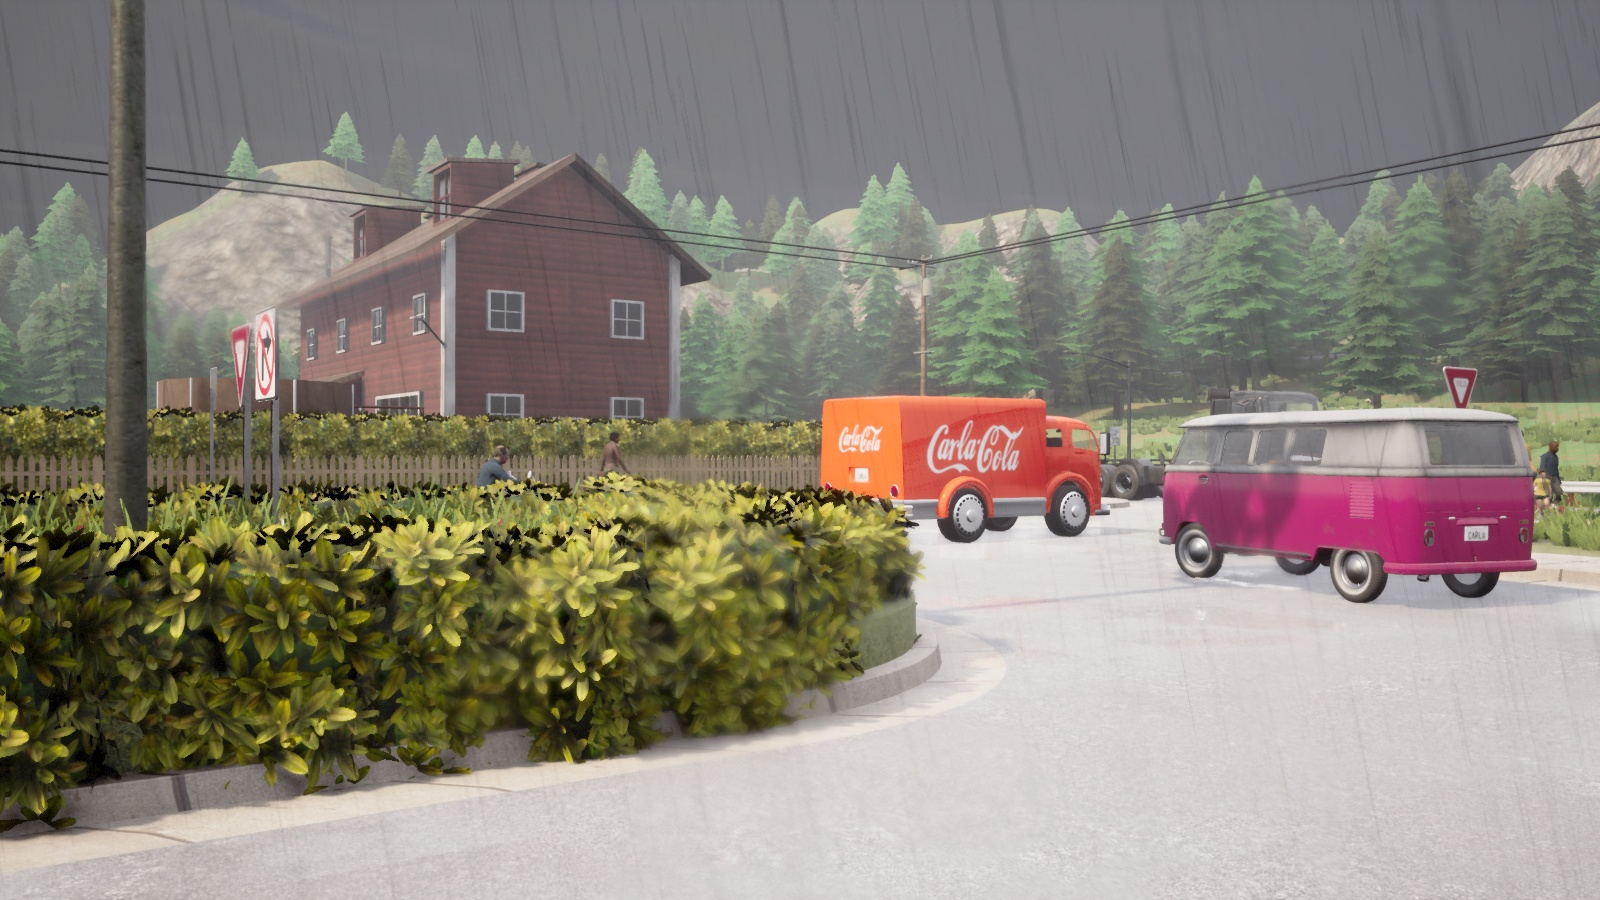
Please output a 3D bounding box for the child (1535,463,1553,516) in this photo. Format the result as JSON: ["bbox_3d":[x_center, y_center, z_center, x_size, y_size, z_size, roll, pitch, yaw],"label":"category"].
[{"bbox_3d":[15.764,0.834,26.610,0.255,1.110,0.394,0,0,20],"label":"child"}]

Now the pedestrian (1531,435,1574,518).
[{"bbox_3d":[16.778,0.580,28.009,0.370,1.835,0.726,0,0,-22],"label":"pedestrian"}]

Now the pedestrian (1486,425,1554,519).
[{"bbox_3d":[14.613,0.431,25.489,0.874,1.855,0.900,0,0,-35],"label":"pedestrian"}]

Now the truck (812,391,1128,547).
[{"bbox_3d":[3.098,0.306,22.486,5.204,2.467,2.627,0,0,-35],"label":"truck"}]

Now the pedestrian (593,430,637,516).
[{"bbox_3d":[-3.949,0.474,26.766,0.869,1.805,0.328,0,0,-35],"label":"pedestrian"}]

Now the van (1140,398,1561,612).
[{"bbox_3d":[5.870,0.520,14.076,1.775,1.987,4.442,0,0,-19],"label":"van"}]

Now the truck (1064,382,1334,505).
[{"bbox_3d":[12.222,-0.167,39.272,2.891,3.462,7.936,0,0,-34],"label":"truck"}]
